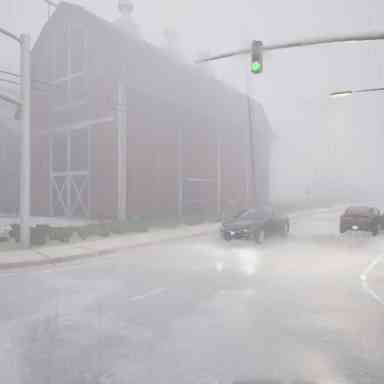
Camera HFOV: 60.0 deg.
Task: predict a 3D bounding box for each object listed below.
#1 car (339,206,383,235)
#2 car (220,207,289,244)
[{"bbox_3d":[9.814,1.566,19.017,1.837,1.490,4.892,0,0,36],"label":"car"},{"bbox_3d":[3.146,1.504,16.022,1.837,1.490,4.892,0,0,36],"label":"car"}]
